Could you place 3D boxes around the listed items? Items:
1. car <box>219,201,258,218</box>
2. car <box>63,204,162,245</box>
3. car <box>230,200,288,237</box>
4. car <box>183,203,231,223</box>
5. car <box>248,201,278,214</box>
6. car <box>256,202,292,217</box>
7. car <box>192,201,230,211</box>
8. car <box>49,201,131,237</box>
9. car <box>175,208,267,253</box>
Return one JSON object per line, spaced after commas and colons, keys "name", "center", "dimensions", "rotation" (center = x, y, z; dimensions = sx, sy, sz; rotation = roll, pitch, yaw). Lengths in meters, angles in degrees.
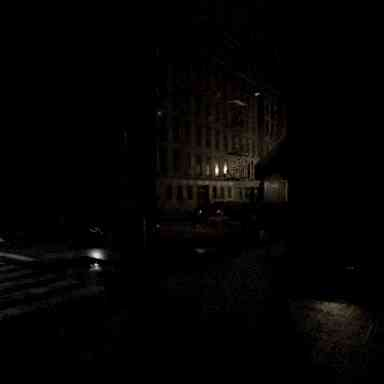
{"name": "car", "center": [4.632, 1.654, 32.465], "dimensions": [1.887, 1.381, 4.507], "rotation": [0, 0, 36]}
{"name": "car", "center": [-3.587, 1.603, 16.758], "dimensions": [1.882, 1.535, 5.008], "rotation": [-1, 0, 35]}
{"name": "car", "center": [4.476, 1.386, 18.552], "dimensions": [2.192, 1.841, 5.009], "rotation": [0, 0, 36]}
{"name": "car", "center": [1.305, 1.687, 27.863], "dimensions": [1.947, 1.339, 4.313], "rotation": [0, 0, 36]}
{"name": "car", "center": [7.959, 1.679, 37.067], "dimensions": [1.802, 1.307, 4.206], "rotation": [0, 0, 36]}
{"name": "car", "center": [8.235, 1.685, 33.096], "dimensions": [1.895, 1.301, 4.718], "rotation": [-1, 0, 36]}
{"name": "car", "center": [2.293, 1.457, 24.894], "dimensions": [2.097, 1.767, 4.553], "rotation": [-1, 0, 36]}
{"name": "car", "center": [-5.350, 1.459, 18.660], "dimensions": [2.192, 1.841, 5.009], "rotation": [0, 0, 36]}
{"name": "car", "center": [1.249, 1.607, 14.088], "dimensions": [1.752, 1.417, 4.829], "rotation": [0, 0, 36]}
